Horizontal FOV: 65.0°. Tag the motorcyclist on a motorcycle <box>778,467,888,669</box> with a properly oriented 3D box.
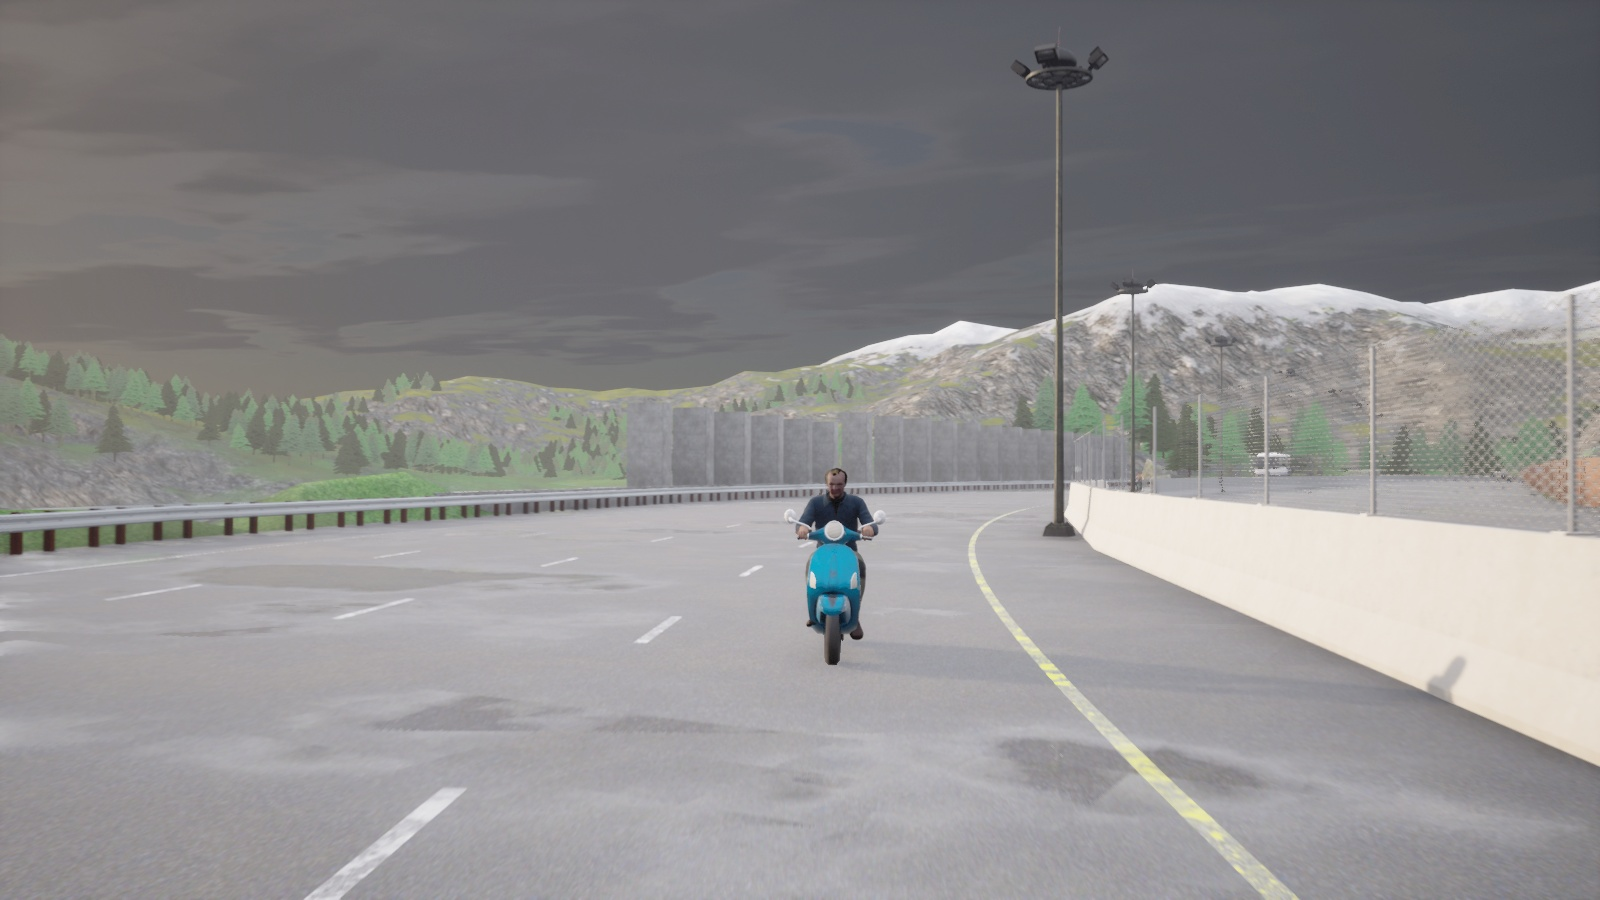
[{"bbox_3d":[0.313,0.948,10.828,0.866,1.590,1.817,0,-1,3],"label":"motorcyclist on a motorcycle"}]
